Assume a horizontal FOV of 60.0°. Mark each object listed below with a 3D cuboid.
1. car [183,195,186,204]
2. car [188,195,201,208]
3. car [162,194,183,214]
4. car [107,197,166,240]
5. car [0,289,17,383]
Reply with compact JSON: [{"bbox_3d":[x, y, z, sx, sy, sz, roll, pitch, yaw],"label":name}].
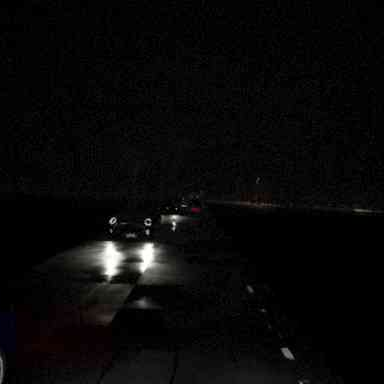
[{"bbox_3d":[-2.238,1.237,63.462,2.097,1.767,4.553,2,0,0],"label":"car"},{"bbox_3d":[0.499,1.645,51.439,1.837,1.490,4.892,2,-2,1],"label":"car"},{"bbox_3d":[-2.465,1.283,36.596,2.150,2.045,5.566,2,0,0],"label":"car"},{"bbox_3d":[-2.728,1.316,16.735,2.097,1.767,4.553,2,0,0],"label":"car"},{"bbox_3d":[-2.844,1.439,1.928,1.812,1.442,4.674,2,0,0],"label":"car"}]
